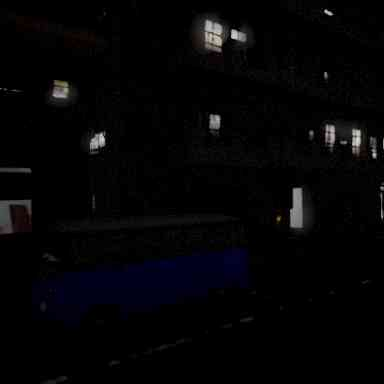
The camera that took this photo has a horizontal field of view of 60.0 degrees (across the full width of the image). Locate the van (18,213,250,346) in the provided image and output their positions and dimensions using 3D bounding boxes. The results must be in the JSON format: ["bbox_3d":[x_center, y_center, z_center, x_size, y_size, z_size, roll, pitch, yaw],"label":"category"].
[{"bbox_3d":[-0.777,1.322,6.015,3.998,1.788,1.690,0,0,-35],"label":"van"}]
